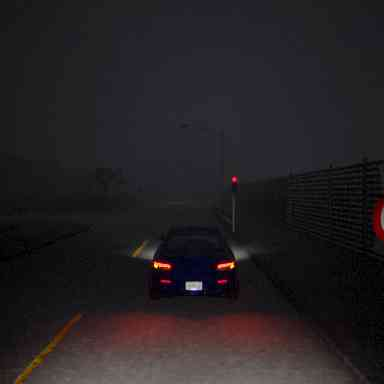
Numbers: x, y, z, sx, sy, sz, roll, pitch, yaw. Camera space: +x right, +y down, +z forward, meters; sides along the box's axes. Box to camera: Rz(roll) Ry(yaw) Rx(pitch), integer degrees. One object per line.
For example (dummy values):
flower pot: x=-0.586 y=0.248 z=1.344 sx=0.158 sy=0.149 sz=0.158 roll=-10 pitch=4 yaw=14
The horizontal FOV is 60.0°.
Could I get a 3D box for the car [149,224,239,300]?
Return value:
car: x=0.055 y=1.526 z=8.290 sx=1.812 sy=1.442 sz=4.674 roll=0 pitch=0 yaw=1
